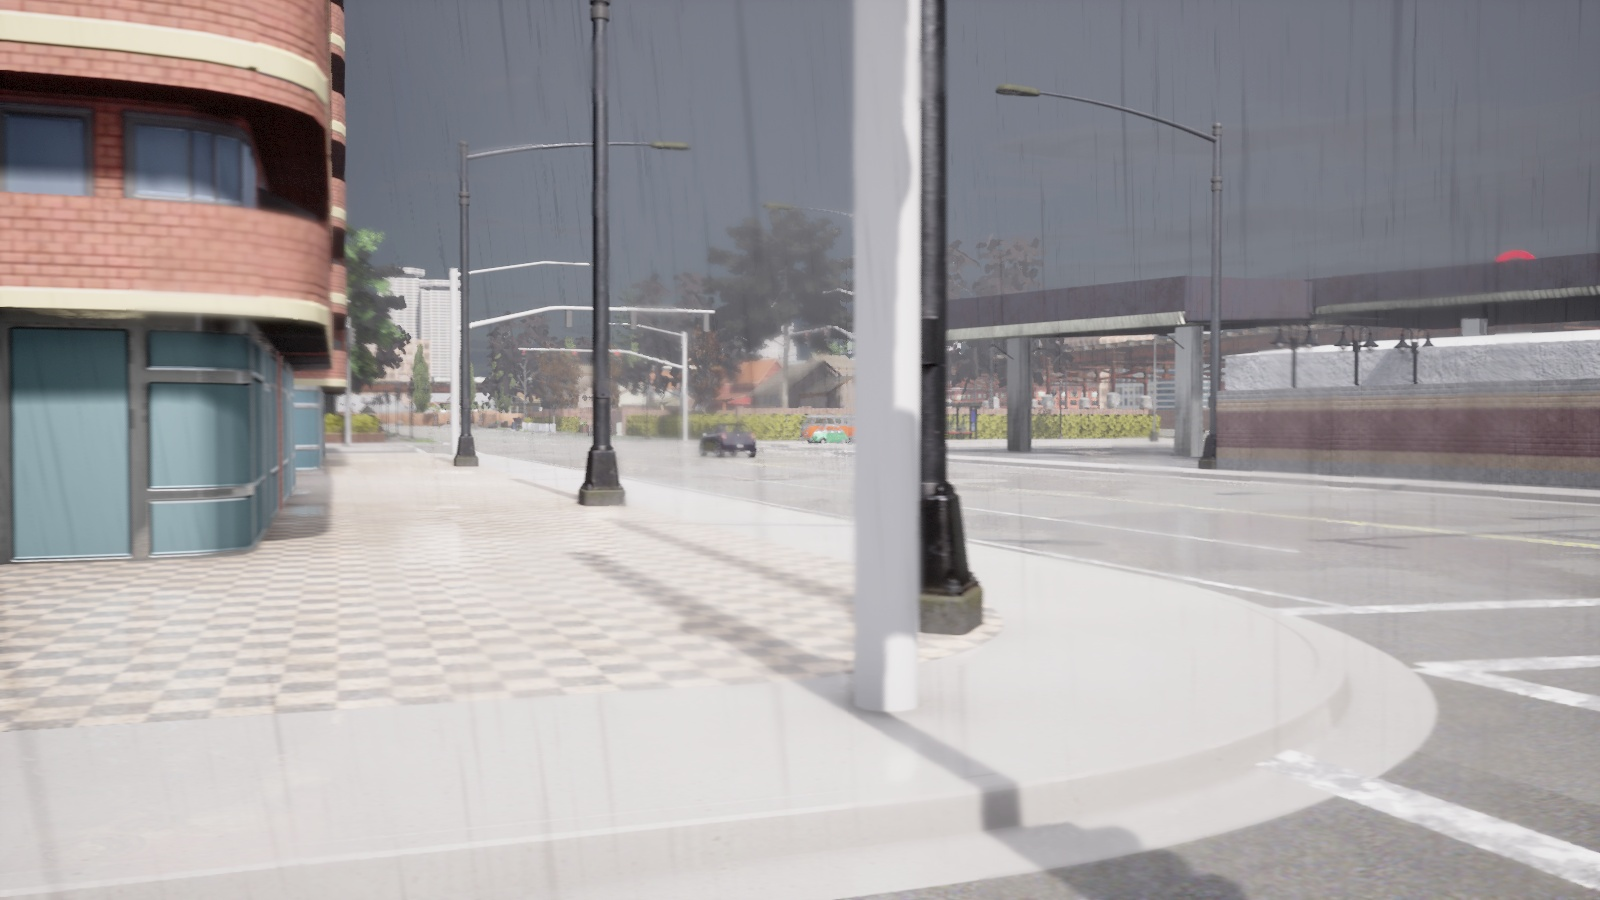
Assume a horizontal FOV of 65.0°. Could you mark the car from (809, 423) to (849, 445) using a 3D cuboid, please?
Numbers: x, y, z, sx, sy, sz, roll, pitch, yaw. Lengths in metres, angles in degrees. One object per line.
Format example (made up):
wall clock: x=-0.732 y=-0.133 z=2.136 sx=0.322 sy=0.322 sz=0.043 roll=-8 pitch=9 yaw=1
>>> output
car: x=1.882 y=-1.025 z=81.289 sx=2.207 sy=1.376 sz=1.481 roll=-1 pitch=1 yaw=-21

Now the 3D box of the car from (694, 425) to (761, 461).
car: x=-3.202 y=-0.333 z=55.055 sx=1.845 sy=1.501 sz=3.633 roll=-2 pitch=1 yaw=-22

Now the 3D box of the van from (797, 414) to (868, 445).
van: x=2.201 y=-1.426 z=85.140 sx=4.442 sy=1.987 sz=1.775 roll=-2 pitch=1 yaw=-20
